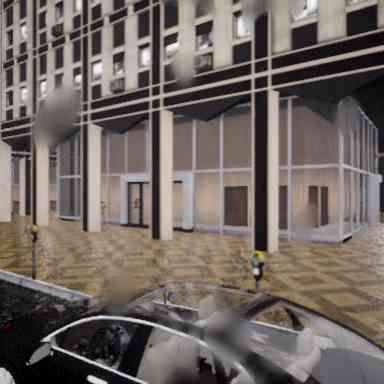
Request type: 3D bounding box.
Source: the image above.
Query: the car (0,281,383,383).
[{"bbox_3d":[-0.201,1.546,3.017,4.403,1.369,2.008,0,0,36],"label":"car"}]
